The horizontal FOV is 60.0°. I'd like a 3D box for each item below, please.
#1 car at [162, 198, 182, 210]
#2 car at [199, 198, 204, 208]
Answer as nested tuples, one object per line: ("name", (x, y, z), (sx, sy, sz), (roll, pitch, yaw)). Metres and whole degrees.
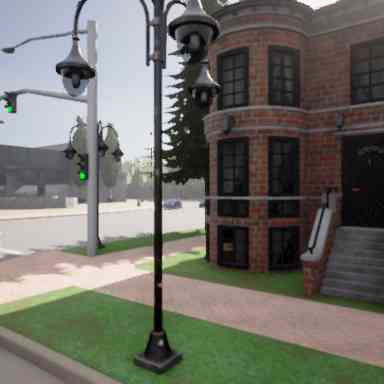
("car", (-2.620, 1.524, 43.064), (1.812, 1.442, 4.674), (0, 0, 15))
("car", (2.079, 1.545, 48.878), (2.033, 1.411, 5.357), (0, 0, 6))
